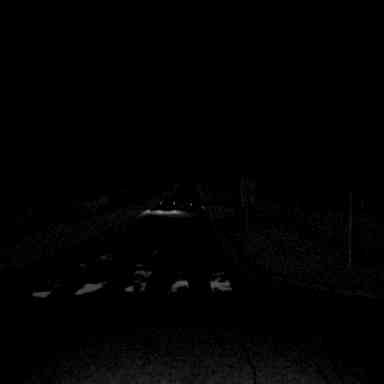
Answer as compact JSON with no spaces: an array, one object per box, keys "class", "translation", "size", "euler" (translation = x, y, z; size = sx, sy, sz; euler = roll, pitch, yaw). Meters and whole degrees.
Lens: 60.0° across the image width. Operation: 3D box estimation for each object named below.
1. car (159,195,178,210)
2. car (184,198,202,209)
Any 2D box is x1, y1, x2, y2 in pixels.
[{"class":"car","translation":[-2.867,1.246,40.797],"size":[2.097,1.767,4.553],"euler":[0,1,0]},{"class":"car","translation":[0.092,1.442,42.212],"size":[1.994,1.385,4.181],"euler":[0,1,5]}]
